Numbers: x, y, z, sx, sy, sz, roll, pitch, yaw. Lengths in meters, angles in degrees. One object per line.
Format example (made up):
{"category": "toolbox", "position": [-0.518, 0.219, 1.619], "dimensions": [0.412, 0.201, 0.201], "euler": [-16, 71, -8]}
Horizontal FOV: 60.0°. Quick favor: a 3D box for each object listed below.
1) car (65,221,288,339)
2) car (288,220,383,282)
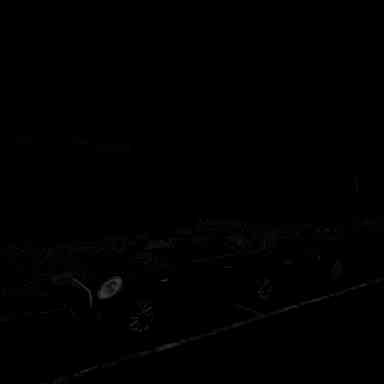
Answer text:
{"category": "car", "position": [-0.293, 1.441, 6.534], "dimensions": [4.097, 1.590, 1.967], "euler": [0, 1, -35]}
{"category": "car", "position": [4.295, 1.545, 9.790], "dimensions": [4.507, 1.381, 1.887], "euler": [0, 1, -35]}
